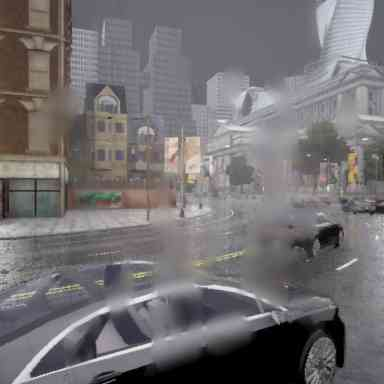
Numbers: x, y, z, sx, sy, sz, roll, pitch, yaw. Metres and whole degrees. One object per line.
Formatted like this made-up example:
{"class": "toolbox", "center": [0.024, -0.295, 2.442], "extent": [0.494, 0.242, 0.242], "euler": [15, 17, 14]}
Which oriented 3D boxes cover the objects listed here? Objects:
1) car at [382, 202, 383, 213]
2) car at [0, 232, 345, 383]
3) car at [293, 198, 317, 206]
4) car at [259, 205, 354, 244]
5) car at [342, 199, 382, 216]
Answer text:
{"class": "car", "center": [19.943, 1.497, 38.519], "extent": [2.002, 1.452, 4.674], "euler": [0, 0, 1]}
{"class": "car", "center": [-0.324, 1.489, 3.456], "extent": [4.902, 1.511, 2.128], "euler": [0, 0, -36]}
{"class": "car", "center": [13.300, 1.464, 39.364], "extent": [2.128, 1.511, 4.902], "euler": [0, 0, 2]}
{"class": "car", "center": [4.324, 1.483, 12.753], "extent": [2.128, 1.511, 4.902], "euler": [0, 0, 39]}
{"class": "car", "center": [16.357, 1.527, 32.907], "extent": [2.033, 1.411, 5.357], "euler": [0, 0, 8]}
